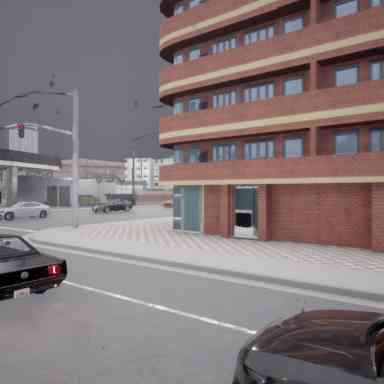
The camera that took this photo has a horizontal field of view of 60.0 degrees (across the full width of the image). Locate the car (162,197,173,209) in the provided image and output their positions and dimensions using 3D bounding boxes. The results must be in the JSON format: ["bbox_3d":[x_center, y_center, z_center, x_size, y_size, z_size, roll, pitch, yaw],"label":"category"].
[{"bbox_3d":[-2.064,1.396,45.638,2.097,1.767,4.553,0,0,35],"label":"car"}]

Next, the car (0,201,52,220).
[{"bbox_3d":[-14.193,1.523,27.981,1.812,1.442,4.674,0,0,34],"label":"car"}]

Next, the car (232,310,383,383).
[{"bbox_3d":[2.600,1.514,2.141,4.892,1.490,1.837,0,0,35],"label":"car"}]

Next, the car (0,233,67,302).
[{"bbox_3d":[-4.982,1.599,7.530,4.718,1.301,1.895,0,0,36],"label":"car"}]

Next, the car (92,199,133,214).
[{"bbox_3d":[-8.607,1.510,36.153,2.128,1.511,4.902,0,0,35],"label":"car"}]
